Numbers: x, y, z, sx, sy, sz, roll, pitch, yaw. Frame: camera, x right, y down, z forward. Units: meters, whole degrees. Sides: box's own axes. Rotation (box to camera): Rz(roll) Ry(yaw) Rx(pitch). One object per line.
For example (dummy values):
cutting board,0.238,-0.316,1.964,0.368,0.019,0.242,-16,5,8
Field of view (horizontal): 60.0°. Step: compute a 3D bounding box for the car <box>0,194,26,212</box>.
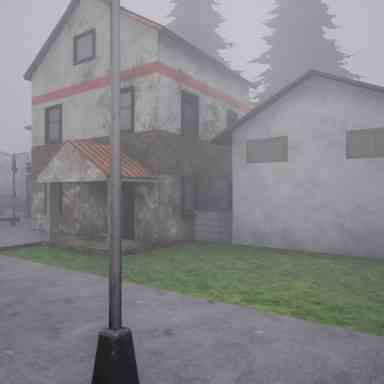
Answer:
car,-19.492,1.219,35.397,2.150,2.045,5.566,0,0,36
